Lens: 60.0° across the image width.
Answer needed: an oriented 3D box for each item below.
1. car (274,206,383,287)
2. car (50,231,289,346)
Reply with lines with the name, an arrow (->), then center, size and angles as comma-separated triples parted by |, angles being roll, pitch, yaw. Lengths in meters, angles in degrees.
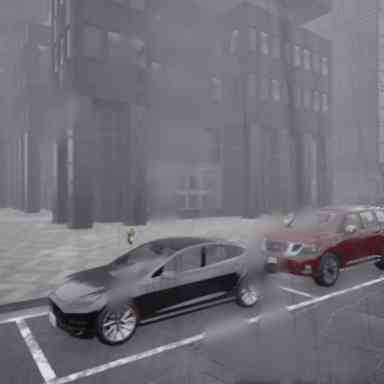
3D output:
car -> 4.026, 1.342, 9.569 | 5.009, 1.841, 2.192 | 0, 0, -36
car -> -0.374, 1.584, 6.393 | 4.313, 1.339, 1.947 | 0, 0, -36
